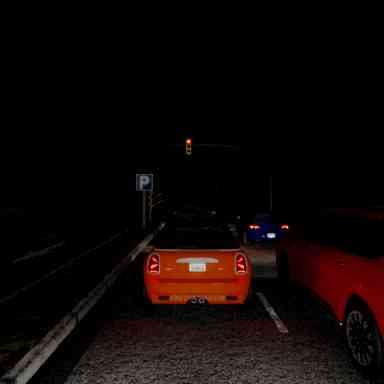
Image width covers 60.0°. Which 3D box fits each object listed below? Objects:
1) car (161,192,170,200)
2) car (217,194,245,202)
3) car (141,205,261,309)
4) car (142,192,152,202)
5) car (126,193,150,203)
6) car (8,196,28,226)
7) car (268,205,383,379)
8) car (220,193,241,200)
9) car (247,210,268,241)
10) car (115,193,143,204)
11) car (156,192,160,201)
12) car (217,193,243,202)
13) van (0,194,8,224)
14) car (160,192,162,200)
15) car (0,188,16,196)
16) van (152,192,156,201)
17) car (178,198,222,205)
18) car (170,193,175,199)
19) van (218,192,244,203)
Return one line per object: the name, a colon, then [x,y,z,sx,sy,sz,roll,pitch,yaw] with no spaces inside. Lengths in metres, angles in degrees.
car: [-8.628,1.349,84.234,4.674,1.452,2.002,-1,0,-12]
car: [8.060,1.257,68.893,5.366,1.575,1.946,1,0,-13]
car: [0.101,1.363,8.049,2.097,1.767,4.553,0,0,0]
car: [-10.930,1.309,63.287,5.366,1.575,1.946,-1,0,-15]
car: [-10.843,1.189,66.240,4.553,1.767,2.185,-1,0,-14]
car: [-13.672,1.400,22.483,4.553,1.767,2.185,-1,0,-19]
car: [3.099,1.229,5.660,2.150,2.045,5.566,0,0,-1]
car: [9.291,1.121,80.602,4.553,1.767,2.185,1,0,-12]
car: [3.131,1.547,15.354,1.812,1.442,4.674,0,0,0]
car: [-11.569,1.352,60.294,4.792,1.488,2.163,-1,0,-15]
car: [-10.162,1.314,72.252,4.892,1.521,2.231,-1,0,-14]
car: [7.530,1.135,65.898,4.553,1.767,2.185,1,0,-14]
van: [-13.641,1.294,19.506,4.442,1.987,1.878,-1,0,-20]
car: [-9.796,1.352,75.248,4.674,1.452,2.002,-1,0,-13]
car: [-28.270,0.131,51.127,2.002,1.452,4.674,6,-3,-20]
van: [-10.384,1.086,69.281,4.442,1.987,1.878,-1,0,-14]
car: [0.141,1.376,16.696,2.097,1.767,4.553,0,0,0]
car: [-8.184,1.056,87.242,5.566,2.045,2.435,-1,0,-12]
van: [7.153,1.036,62.928,4.442,1.987,1.878,1,0,-14]
